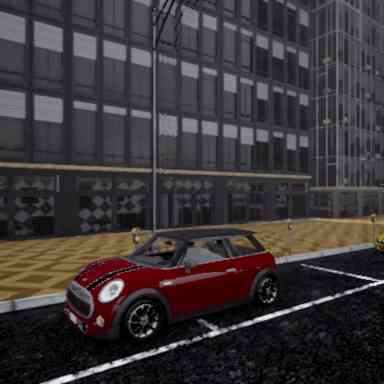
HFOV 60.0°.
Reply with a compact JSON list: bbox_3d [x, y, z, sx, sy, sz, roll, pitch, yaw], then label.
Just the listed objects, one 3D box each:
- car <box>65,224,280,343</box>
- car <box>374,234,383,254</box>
[{"bbox_3d":[-0.237,1.471,6.400,4.097,1.590,1.967,1,-1,-35],"label":"car"},{"bbox_3d":[8.880,1.655,12.900,4.829,1.417,1.752,1,-1,-35],"label":"car"}]
